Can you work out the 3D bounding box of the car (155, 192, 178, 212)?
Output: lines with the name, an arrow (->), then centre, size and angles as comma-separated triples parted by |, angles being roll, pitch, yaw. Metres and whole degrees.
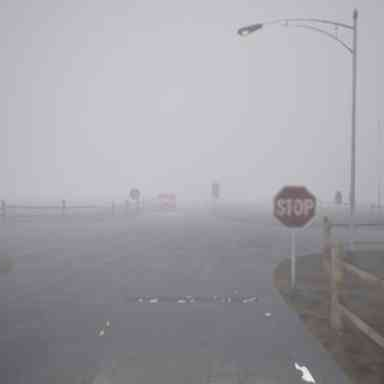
car -> -2.705, 1.097, 35.965 | 2.150, 2.045, 5.566 | 0, 2, 0
